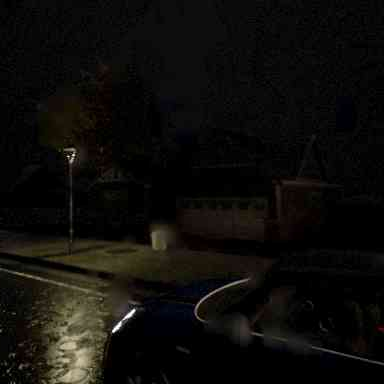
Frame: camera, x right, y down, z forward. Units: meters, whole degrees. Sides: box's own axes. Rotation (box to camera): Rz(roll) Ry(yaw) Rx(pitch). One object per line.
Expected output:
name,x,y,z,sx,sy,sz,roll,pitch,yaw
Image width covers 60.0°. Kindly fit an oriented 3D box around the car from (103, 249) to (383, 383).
car,1.266,1.358,3.091,4.553,1.767,2.097,-1,0,36
